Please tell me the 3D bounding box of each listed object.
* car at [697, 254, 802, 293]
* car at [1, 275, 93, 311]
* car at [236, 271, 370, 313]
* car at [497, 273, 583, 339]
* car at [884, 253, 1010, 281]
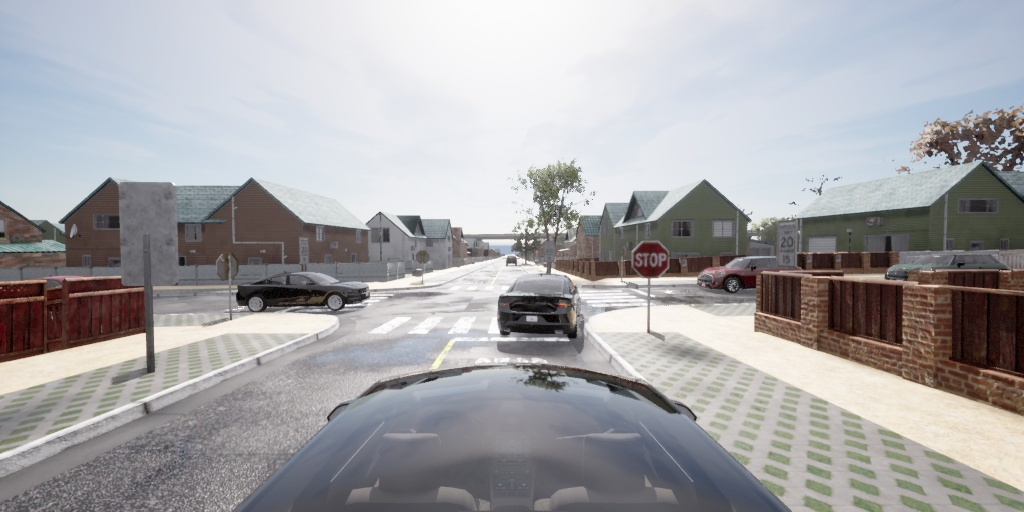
[{"bbox_3d":[11.788,0.820,17.893,4.553,1.767,2.097,-1,2,0],"label":"car"},{"bbox_3d":[-18.036,1.546,14.712,5.008,1.535,1.882,-1,2,0],"label":"car"},{"bbox_3d":[-8.484,1.376,14.786,5.008,1.535,1.882,-1,2,0],"label":"car"},{"bbox_3d":[0.948,1.224,10.270,1.882,1.535,5.008,0,0,12],"label":"car"},{"bbox_3d":[21.683,0.645,17.976,4.553,1.767,2.097,-1,2,0],"label":"car"}]
